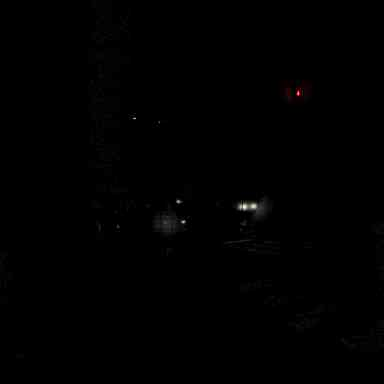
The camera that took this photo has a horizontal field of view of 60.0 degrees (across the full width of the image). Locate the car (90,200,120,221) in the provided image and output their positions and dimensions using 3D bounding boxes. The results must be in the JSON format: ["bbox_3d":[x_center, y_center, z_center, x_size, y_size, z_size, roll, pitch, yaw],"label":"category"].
[{"bbox_3d":[-8.170,1.596,28.923,1.882,1.535,5.008,0,0,-35],"label":"car"}]

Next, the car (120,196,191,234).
[{"bbox_3d":[-2.080,1.294,20.399,2.150,2.045,5.566,0,0,-36],"label":"car"}]

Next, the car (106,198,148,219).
[{"bbox_3d":[-6.181,1.471,31.211,2.097,1.767,4.553,0,0,-36],"label":"car"}]
